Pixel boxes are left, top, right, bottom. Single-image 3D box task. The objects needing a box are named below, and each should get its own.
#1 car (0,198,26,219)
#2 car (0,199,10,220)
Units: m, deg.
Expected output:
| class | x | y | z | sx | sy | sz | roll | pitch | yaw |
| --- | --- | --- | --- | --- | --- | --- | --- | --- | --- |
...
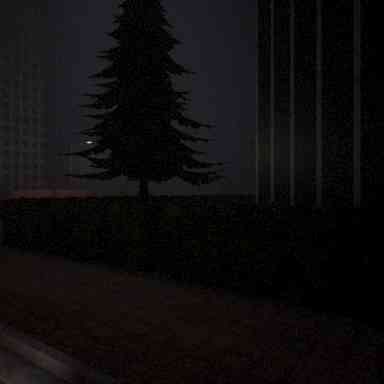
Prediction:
| class | x | y | z | sx | sy | sz | roll | pitch | yaw |
| --- | --- | --- | --- | --- | --- | --- | --- | --- | --- |
| car | -17.139 | 1.407 | 28.822 | 2.097 | 1.767 | 4.553 | 0 | 0 | 36 |
| car | -15.360 | 1.408 | 25.292 | 2.097 | 1.767 | 4.553 | 0 | 0 | 36 |
